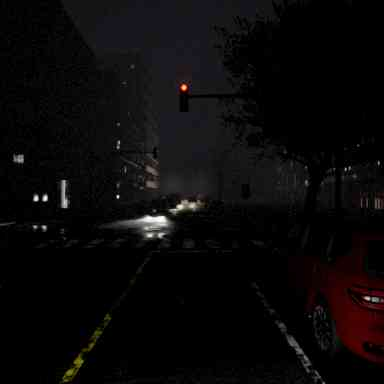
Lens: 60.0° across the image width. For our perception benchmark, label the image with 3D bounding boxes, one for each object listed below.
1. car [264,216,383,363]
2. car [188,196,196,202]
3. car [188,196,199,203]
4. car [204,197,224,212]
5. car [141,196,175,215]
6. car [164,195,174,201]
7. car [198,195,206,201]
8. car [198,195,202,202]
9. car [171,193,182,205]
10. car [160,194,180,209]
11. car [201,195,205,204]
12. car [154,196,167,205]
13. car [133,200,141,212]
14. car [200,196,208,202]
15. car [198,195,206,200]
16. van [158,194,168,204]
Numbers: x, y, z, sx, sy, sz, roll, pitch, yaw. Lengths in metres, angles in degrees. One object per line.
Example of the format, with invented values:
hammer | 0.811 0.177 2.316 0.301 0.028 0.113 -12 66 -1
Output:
car | 2.694 1.315 5.852 2.192 1.841 5.009 0 0 0
car | 0.015 1.653 79.320 1.895 1.301 4.718 0 0 0
car | 0.115 1.608 69.419 1.994 1.385 4.181 0 0 0
car | 2.698 1.555 38.240 1.887 1.381 4.507 0 0 0
car | -3.342 1.498 33.460 2.128 1.511 4.902 0 0 4
car | -5.676 1.503 82.503 1.967 1.590 4.097 0 0 0
car | 2.705 1.617 88.034 1.887 1.381 4.507 0 0 0
car | 2.702 1.622 65.903 1.802 1.307 4.206 0 0 0
car | -3.058 1.255 59.627 2.150 2.045 5.566 0 0 0
car | -3.084 1.495 46.119 1.882 1.535 5.008 0 0 0
car | 2.699 1.546 49.475 1.752 1.417 4.829 0 0 0
car | -5.679 1.473 60.372 1.967 1.590 4.097 0 0 0
car | -5.682 1.561 38.241 2.008 1.369 4.403 0 0 0
car | 2.704 1.580 77.139 1.752 1.417 4.829 0 0 0
car | 2.706 1.633 93.567 2.008 1.369 4.403 0 0 0
van | -5.678 1.381 65.905 1.690 1.788 3.998 0 0 0
